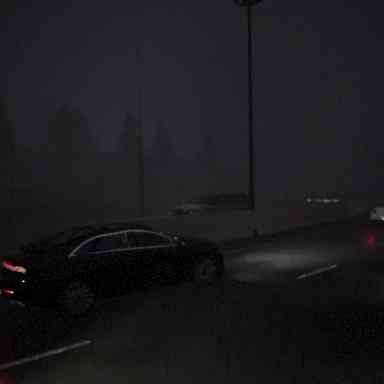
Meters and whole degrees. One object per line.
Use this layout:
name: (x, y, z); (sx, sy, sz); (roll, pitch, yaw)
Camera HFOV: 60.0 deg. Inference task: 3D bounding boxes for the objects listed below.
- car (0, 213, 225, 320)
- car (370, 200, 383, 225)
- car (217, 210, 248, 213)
car: (-1.435, 1.444, 7.299); (4.902, 1.511, 2.128); (-1, 1, -37)
car: (11.967, 1.163, 19.724); (1.812, 1.442, 4.674); (0, 1, 42)
car: (1.170, 1.024, 18.896); (5.566, 2.045, 2.150); (-1, 1, -44)
